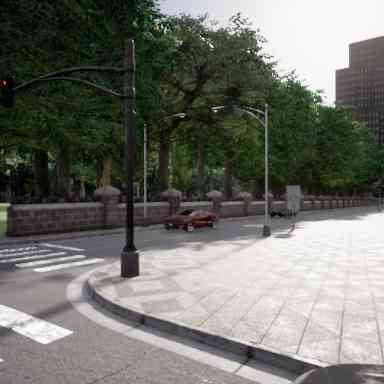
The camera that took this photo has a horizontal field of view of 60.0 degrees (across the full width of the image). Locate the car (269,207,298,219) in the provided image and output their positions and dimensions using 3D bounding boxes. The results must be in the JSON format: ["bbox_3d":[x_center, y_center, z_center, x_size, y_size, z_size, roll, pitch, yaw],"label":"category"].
[{"bbox_3d":[10.584,2.419,38.340,1.895,1.301,4.718,0,-1,35],"label":"car"}]

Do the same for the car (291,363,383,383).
[{"bbox_3d":[2.388,1.549,1.259,4.403,1.369,2.008,0,0,36],"label":"car"}]

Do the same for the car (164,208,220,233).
[{"bbox_3d":[0.085,1.916,23.528,1.882,1.535,5.008,0,-2,35],"label":"car"}]
